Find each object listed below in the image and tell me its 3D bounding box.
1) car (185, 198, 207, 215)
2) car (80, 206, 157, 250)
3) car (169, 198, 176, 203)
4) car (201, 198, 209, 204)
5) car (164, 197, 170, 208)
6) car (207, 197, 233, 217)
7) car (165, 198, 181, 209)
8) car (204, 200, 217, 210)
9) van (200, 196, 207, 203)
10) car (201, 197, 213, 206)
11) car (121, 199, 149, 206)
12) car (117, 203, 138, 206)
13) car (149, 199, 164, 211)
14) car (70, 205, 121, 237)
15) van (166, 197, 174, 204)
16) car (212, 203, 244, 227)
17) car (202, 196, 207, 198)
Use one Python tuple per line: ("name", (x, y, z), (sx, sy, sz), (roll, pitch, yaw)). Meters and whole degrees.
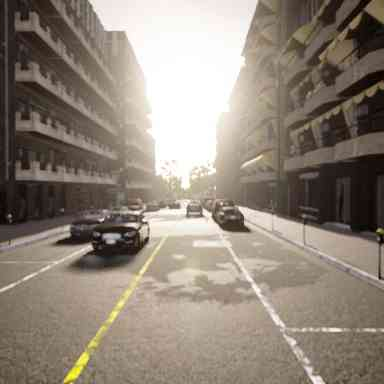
("car", (0.278, 1.809, 37.898), (2.128, 1.511, 4.902), (0, 0, 0))
("car", (-3.028, 1.618, 14.940), (2.128, 1.511, 4.902), (0, -1, 0))
("car", (-5.260, 2.277, 90.826), (1.752, 1.417, 4.829), (-1, 0, 0))
("car", (3.067, 2.210, 79.955), (1.887, 1.381, 4.507), (-1, 0, 0))
("car", (-5.422, 2.027, 57.852), (1.887, 1.381, 4.507), (-1, 0, 0))
("car", (2.818, 1.569, 30.241), (2.192, 1.841, 5.009), (-1, 0, 0))
("car", (-2.825, 2.053, 54.209), (1.895, 1.301, 4.718), (0, 0, 0))
("car", (2.932, 2.020, 52.335), (1.802, 1.307, 4.206), (-1, 0, 0))
("van", (3.117, 2.096, 91.005), (1.690, 1.788, 3.998), (-1, 0, 0))
("car", (3.008, 1.890, 68.909), (2.192, 1.841, 5.009), (-1, 0, 0))
("car", (-5.562, 1.568, 30.234), (2.192, 1.841, 5.009), (-1, 0, 0))
("car", (-5.584, 1.757, 24.708), (2.008, 1.369, 4.403), (-1, 0, 0))
("car", (-5.476, 1.941, 46.804), (2.008, 1.369, 4.403), (-1, 0, 0))
("car", (-5.611, 1.711, 19.185), (2.008, 1.369, 4.403), (-1, 0, 0))
("van", (-5.316, 2.005, 79.950), (1.690, 1.788, 3.998), (-1, 0, 0))
("car", (2.796, 1.774, 24.715), (1.947, 1.339, 4.313), (-1, 0, 0))
("car", (2.954, 1.799, 57.861), (2.192, 1.841, 5.009), (-1, 0, 0))
